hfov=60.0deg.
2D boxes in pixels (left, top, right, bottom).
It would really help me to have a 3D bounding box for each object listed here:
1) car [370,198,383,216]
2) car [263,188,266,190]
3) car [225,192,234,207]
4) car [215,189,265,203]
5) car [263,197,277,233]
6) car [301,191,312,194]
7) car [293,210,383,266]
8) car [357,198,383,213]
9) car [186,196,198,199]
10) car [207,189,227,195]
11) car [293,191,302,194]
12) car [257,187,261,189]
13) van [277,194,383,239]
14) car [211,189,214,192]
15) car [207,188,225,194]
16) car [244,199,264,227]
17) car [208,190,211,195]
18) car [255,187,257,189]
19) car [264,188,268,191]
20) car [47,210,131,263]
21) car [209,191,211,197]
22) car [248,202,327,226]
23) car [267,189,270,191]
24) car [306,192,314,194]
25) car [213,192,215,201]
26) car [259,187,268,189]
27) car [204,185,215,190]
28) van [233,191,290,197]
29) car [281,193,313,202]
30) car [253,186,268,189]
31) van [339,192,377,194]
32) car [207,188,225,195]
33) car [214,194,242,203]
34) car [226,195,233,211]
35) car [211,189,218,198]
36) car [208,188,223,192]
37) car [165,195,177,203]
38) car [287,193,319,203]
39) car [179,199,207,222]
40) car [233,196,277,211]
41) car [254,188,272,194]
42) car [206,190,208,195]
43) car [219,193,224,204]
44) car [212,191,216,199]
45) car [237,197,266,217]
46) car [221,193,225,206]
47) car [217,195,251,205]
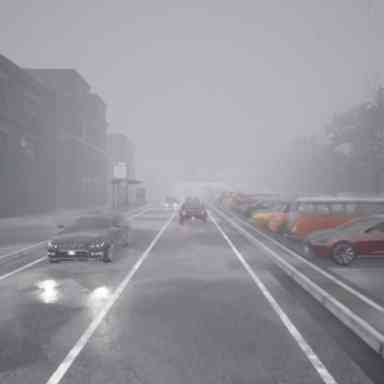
[{"bbox_3d":[19.327,1.324,30.410,5.008,1.535,2.097,0,0,0],"label":"car"},{"bbox_3d":[19.439,0.479,77.913,4.792,1.488,2.163,0,3,0],"label":"car"},{"bbox_3d":[6.228,1.156,36.110,4.553,1.767,2.185,0,0,0],"label":"car"},{"bbox_3d":[6.313,0.968,44.333,5.566,2.045,2.435,0,0,0],"label":"car"},{"bbox_3d":[6.168,1.295,16.502,4.553,1.767,2.185,0,0,0],"label":"car"},{"bbox_3d":[19.414,1.045,50.027,4.553,1.767,2.185,0,1,0],"label":"car"},{"bbox_3d":[6.152,1.486,10.936,4.792,1.488,2.163,0,0,0],"label":"car"},{"bbox_3d":[19.333,1.344,33.196,4.674,1.452,2.002,0,0,0],"label":"car"},{"bbox_3d":[0.024,1.211,41.387,2.128,1.511,4.902,0,0,0],"label":"car"},{"bbox_3d":[6.408,0.058,86.125,5.008,1.535,2.097,0,3,0],"label":"car"},{"bbox_3d":[19.428,0.843,55.605,5.566,2.045,2.435,0,1,0],"label":"car"},{"bbox_3d":[19.671,0.195,83.357,5.366,1.575,1.946,0,3,0],"label":"car"},{"bbox_3d":[6.073,1.213,13.781,4.442,1.987,1.878,0,0,0],"label":"van"},{"bbox_3d":[6.376,0.797,63.832,4.553,1.767,2.185,0,1,0],"label":"car"},{"bbox_3d":[6.460,-0.223,91.683,4.792,1.488,2.163,0,3,0],"label":"car"},{"bbox_3d":[6.022,1.399,19.286,5.366,1.575,1.946,0,0,0],"label":"car"},{"bbox_3d":[6.333,0.791,69.409,4.792,1.488,2.163,0,2,0],"label":"car"},{"bbox_3d":[19.522,0.085,86.147,4.792,1.488,2.163,0,3,0],"label":"car"},{"bbox_3d":[19.455,0.560,75.123,5.008,1.535,2.097,0,2,0],"label":"car"},{"bbox_3d":[-3.357,1.437,11.696,1.837,1.490,4.892,0,0,0],"label":"car"},{"bbox_3d":[6.383,0.875,66.622,4.792,1.488,2.163,0,2,0],"label":"car"},{"bbox_3d":[6.218,1.424,22.069,4.674,1.452,2.002,0,0,0],"label":"car"},{"bbox_3d":[19.446,0.663,72.335,5.008,1.535,2.097,0,2,0],"label":"car"},{"bbox_3d":[19.368,1.197,47.243,5.008,1.535,2.097,0,1,0],"label":"car"},{"bbox_3d":[6.305,1.138,52.690,5.008,1.535,2.097,0,1,0],"label":"car"},{"bbox_3d":[19.662,0.329,80.565,5.366,1.575,1.946,0,3,0],"label":"car"},{"bbox_3d":[6.434,-0.050,83.322,5.566,2.045,2.435,0,3,0],"label":"car"},{"bbox_3d":[6.358,1.098,30.417,4.442,1.987,1.878,0,0,0],"label":"van"},{"bbox_3d":[19.231,0.981,61.187,5.366,1.575,1.946,0,1,0],"label":"car"},{"bbox_3d":[19.505,-0.064,89.056,4.674,1.452,2.002,0,3,0],"label":"car"},{"bbox_3d":[19.231,1.036,38.763,4.442,1.987,1.878,0,0,0],"label":"van"},{"bbox_3d":[6.454,-0.219,88.893,4.553,1.767,2.185,0,3,0],"label":"car"},{"bbox_3d":[6.330,1.087,58.269,4.674,1.452,2.002,0,1,0],"label":"car"},{"bbox_3d":[6.257,1.305,33.203,4.892,1.521,2.231,0,0,0],"label":"car"},{"bbox_3d":[6.368,0.863,61.052,4.553,1.767,2.185,0,1,0],"label":"car"},{"bbox_3d":[6.340,0.543,72.190,4.553,1.767,2.185,0,2,0],"label":"car"},{"bbox_3d":[-3.446,1.153,55.224,1.895,1.301,4.718,0,1,0],"label":"car"},{"bbox_3d":[19.414,1.043,58.398,5.008,1.535,2.097,0,1,0],"label":"car"},{"bbox_3d":[0.075,1.448,24.515,1.895,1.301,4.718,0,0,0],"label":"car"},{"bbox_3d":[6.238,1.344,27.636,5.008,1.535,2.097,0,0,0],"label":"car"},{"bbox_3d":[19.514,-0.223,91.836,4.674,1.452,2.002,0,3,0],"label":"car"},{"bbox_3d":[6.359,0.487,77.773,4.792,1.488,2.163,0,2,0],"label":"car"},{"bbox_3d":[6.271,1.240,41.552,5.008,1.535,2.097,0,0,0],"label":"car"},{"bbox_3d":[6.313,1.096,55.480,5.008,1.535,2.097,0,1,0],"label":"car"},{"bbox_3d":[6.219,1.364,24.853,5.008,1.535,2.097,0,0,0],"label":"car"},{"bbox_3d":[6.453,1.258,38.768,5.366,1.575,1.946,0,0,0],"label":"car"},{"bbox_3d":[6.273,1.202,49.904,4.792,1.488,2.163,0,1,0],"label":"car"}]
